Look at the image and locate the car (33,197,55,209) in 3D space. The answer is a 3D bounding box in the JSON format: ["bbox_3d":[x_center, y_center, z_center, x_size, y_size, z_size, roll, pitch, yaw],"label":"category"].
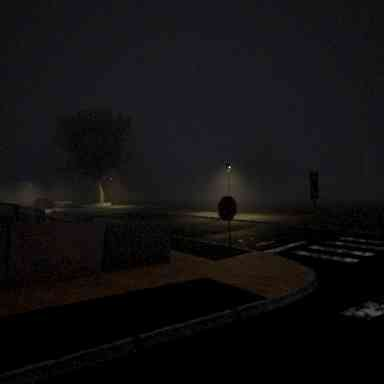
[{"bbox_3d":[-20.034,1.487,44.992,1.882,1.535,5.008,-5,3,-38],"label":"car"}]
